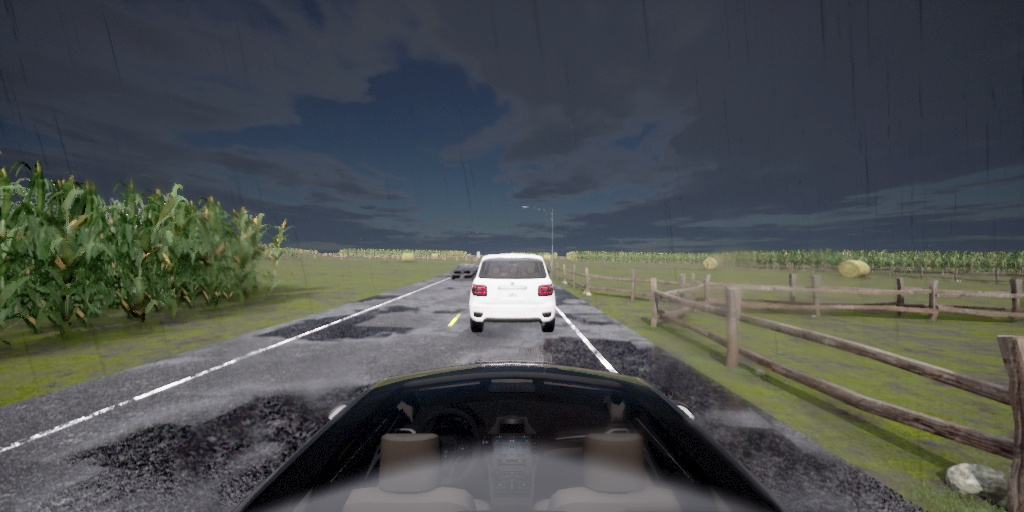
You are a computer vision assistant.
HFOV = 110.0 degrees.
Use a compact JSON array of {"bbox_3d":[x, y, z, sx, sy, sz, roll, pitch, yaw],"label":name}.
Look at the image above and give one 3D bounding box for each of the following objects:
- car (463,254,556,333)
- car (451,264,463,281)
[{"bbox_3d":[0.016,0.966,10.909,2.150,2.045,5.566,0,0,0],"label":"car"},{"bbox_3d":[-3.879,1.323,29.810,1.895,1.301,4.718,0,0,-1],"label":"car"}]
